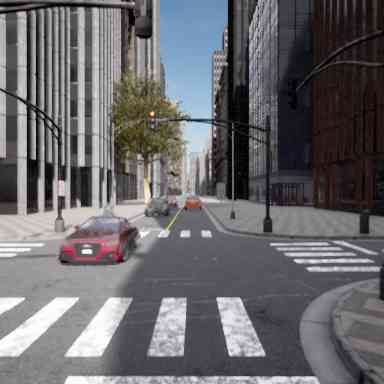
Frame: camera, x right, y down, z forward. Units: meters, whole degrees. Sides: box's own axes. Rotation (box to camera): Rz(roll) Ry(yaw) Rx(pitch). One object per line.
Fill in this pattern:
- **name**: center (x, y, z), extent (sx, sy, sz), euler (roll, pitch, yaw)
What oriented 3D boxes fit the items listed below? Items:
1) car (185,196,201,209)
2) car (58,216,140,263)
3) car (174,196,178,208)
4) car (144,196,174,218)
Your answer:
- **car**: center (0.131, 1.350, 44.541), extent (2.097, 1.767, 4.553), euler (0, 0, 0)
- **car**: center (-3.091, 1.565, 11.792), extent (1.994, 1.385, 4.181), euler (0, 0, 0)
- **car**: center (-3.052, 1.351, 46.971), extent (2.097, 1.767, 4.553), euler (0, 0, 0)
- **car**: center (-3.077, 1.351, 30.550), extent (2.097, 1.767, 4.553), euler (0, 0, 0)
